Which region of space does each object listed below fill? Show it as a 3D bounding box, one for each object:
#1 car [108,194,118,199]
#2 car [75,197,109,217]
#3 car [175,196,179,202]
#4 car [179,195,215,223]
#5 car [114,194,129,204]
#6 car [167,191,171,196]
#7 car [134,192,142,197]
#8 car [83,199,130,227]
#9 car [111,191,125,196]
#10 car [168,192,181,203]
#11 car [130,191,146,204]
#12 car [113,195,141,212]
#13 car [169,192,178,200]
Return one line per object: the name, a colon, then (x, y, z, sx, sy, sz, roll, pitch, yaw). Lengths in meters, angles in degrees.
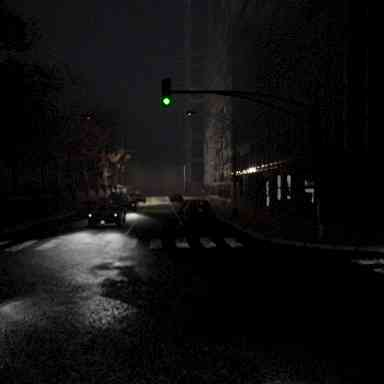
car: (-9.030, 1.207, 33.450, 2.008, 1.369, 4.403, 0, 1, -5)
car: (-8.506, 1.260, 27.792, 1.887, 1.381, 4.507, 0, 1, -5)
car: (-0.161, 1.262, 28.568, 1.947, 1.339, 4.313, 0, 1, -5)
car: (0.364, 1.195, 22.911, 1.967, 1.590, 4.097, 0, 1, -5)
car: (-10.603, 1.056, 50.425, 1.802, 1.307, 4.206, 0, 1, -5)
car: (-2.781, 0.831, 56.849, 1.967, 1.590, 4.097, 0, 1, -5)
car: (-13.749, 0.649, 84.378, 1.802, 1.307, 4.206, 0, 1, -5)
car: (-5.293, 1.382, 21.161, 1.895, 1.301, 4.718, 0, 1, -5)
car: (-10.078, 0.851, 44.765, 2.192, 1.841, 5.009, 0, 1, -5)
car: (-2.257, 1.021, 51.194, 1.947, 1.339, 4.313, 0, 1, -5)
car: (-7.922, 0.952, 50.065, 1.882, 1.535, 5.008, 0, 0, -5)
car: (-6.391, 1.258, 33.027, 1.895, 1.301, 4.718, 0, 1, -5)
car: (-3.845, 0.782, 68.336, 1.752, 1.417, 4.829, 0, 1, -5)
